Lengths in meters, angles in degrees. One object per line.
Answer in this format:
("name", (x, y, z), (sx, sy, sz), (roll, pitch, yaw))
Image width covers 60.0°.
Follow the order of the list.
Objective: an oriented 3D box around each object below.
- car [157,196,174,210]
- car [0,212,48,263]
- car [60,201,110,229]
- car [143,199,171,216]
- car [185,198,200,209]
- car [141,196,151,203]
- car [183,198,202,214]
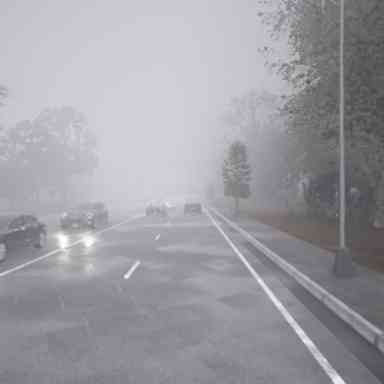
("car", (-3.493, 1.698, 46.586), (1.812, 1.442, 4.674), (0, 0, 0))
("car", (-7.035, 1.551, 12.243), (1.837, 1.490, 4.892), (0, 0, 0))
("car", (-7.010, 1.434, 22.168), (2.097, 1.767, 4.553), (0, 0, 0))
("car", (-3.513, 1.727, 34.010), (1.895, 1.301, 4.718), (0, 0, 0))
("car", (0.079, 1.682, 51.155), (2.128, 1.511, 4.902), (0, 0, 0))
("car", (-10.535, 1.652, 76.129), (1.882, 1.535, 5.008), (0, 0, 0))
("car", (0.083, 1.615, 37.027), (1.882, 1.535, 5.008), (0, -1, 0))
